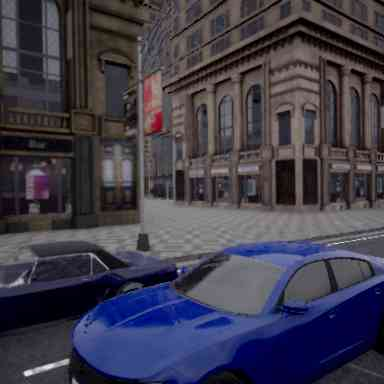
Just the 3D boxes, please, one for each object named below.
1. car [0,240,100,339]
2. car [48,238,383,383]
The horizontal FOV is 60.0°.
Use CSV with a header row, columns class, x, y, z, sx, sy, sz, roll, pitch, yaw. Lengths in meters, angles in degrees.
class,x,y,z,sx,sy,sz,roll,pitch,yaw
car,-2.671,1.591,5.771,4.718,1.301,1.895,-1,0,-35
car,1.010,1.451,4.404,5.008,1.535,1.882,-1,0,-35
